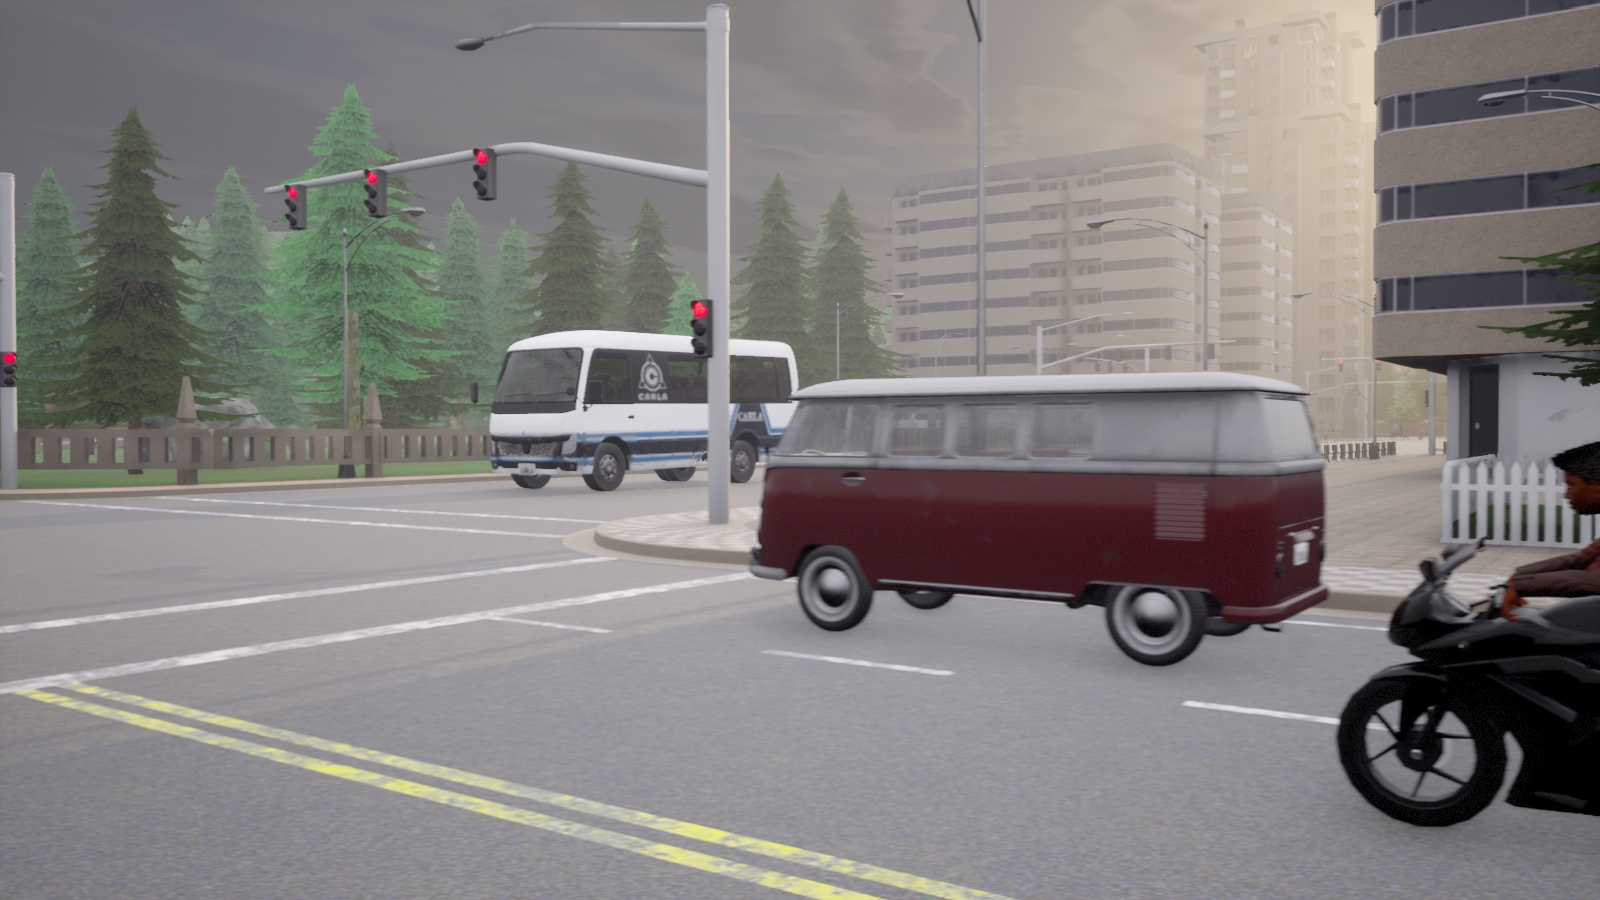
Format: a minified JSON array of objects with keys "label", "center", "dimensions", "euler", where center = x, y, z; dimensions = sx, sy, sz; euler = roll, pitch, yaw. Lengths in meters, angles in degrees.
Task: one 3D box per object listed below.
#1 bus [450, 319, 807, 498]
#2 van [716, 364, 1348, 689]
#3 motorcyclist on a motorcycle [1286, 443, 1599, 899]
[{"label":"bus","center":[-4.364,-1.153,35.202],"dimensions":[3.944,4.253,10.273],"euler":[1,2,35]},{"label":"van","center":[1.649,0.429,9.681],"dimensions":[4.442,1.987,1.775],"euler":[1,1,35]},{"label":"motorcyclist on a motorcycle","center":[2.926,0.749,4.526],"dimensions":[2.044,1.523,0.797],"euler":[1,1,35]}]
